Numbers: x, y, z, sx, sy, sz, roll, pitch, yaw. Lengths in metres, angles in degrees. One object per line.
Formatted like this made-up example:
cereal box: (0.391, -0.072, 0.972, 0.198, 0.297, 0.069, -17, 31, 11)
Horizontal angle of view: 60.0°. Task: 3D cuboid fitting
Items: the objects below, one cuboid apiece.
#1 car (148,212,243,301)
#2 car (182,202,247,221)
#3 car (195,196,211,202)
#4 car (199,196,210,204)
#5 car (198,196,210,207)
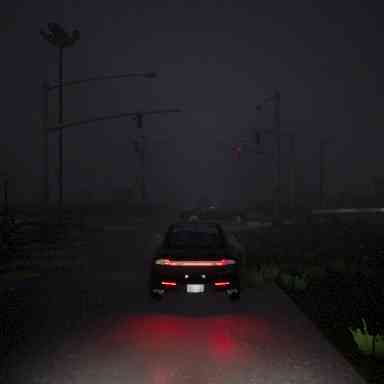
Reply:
car: (0.080, 1.492, 8.314, 2.128, 1.511, 4.902, 0, 0, 0)
car: (1.508, 1.601, 23.579, 4.718, 1.301, 1.895, 0, 0, 3)
car: (1.429, 1.491, 42.899, 1.812, 1.442, 4.674, 0, 0, 3)
car: (2.435, 1.529, 62.049, 1.994, 1.385, 4.181, 0, 0, 3)
car: (1.902, 1.443, 52.107, 1.882, 1.535, 5.008, 0, 0, 3)
